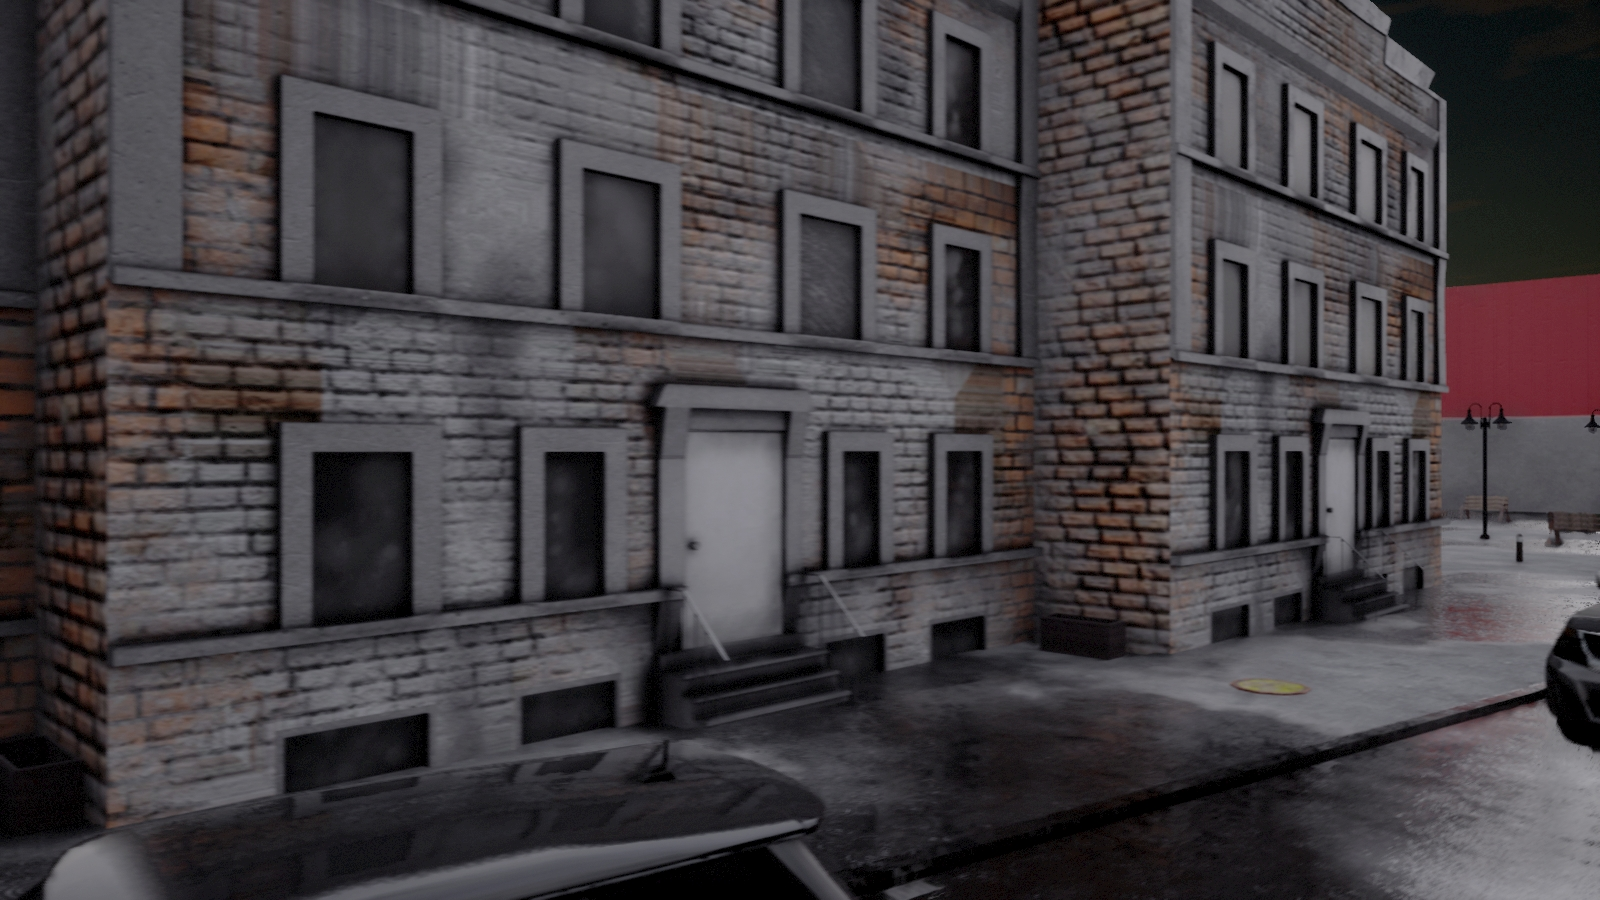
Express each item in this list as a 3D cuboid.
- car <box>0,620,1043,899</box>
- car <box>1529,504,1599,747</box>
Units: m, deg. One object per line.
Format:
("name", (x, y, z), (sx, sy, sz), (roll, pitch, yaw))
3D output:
("car", (-1.677, 1.686, 3.231), (4.553, 1.767, 2.097), (0, 0, -35))
("car", (9.504, 1.560, 11.118), (5.566, 2.045, 2.150), (0, 0, -36))
